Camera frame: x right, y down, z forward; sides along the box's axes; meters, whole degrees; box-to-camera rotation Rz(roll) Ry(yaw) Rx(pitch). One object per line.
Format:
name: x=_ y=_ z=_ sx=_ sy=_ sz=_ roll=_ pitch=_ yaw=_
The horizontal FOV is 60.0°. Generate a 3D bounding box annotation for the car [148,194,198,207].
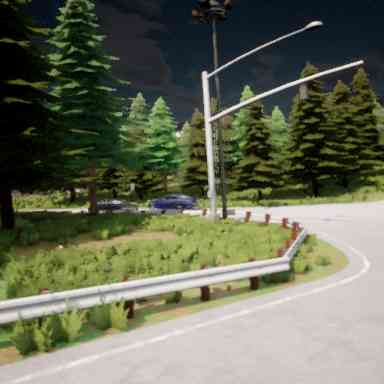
car: x=-1.726 y=0.898 z=28.900 sx=4.674 sy=1.442 sz=1.812 roll=-2 pitch=3 yaw=31

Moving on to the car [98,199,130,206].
car: x=-6.547 y=1.278 z=27.527 sx=4.674 sy=1.442 sz=1.812 roll=-2 pitch=3 yaw=30
